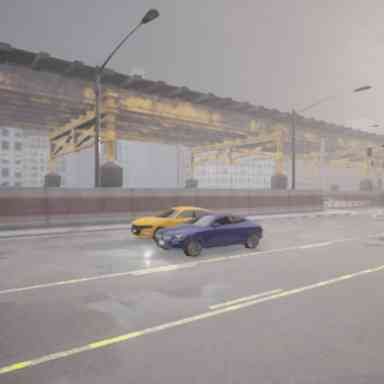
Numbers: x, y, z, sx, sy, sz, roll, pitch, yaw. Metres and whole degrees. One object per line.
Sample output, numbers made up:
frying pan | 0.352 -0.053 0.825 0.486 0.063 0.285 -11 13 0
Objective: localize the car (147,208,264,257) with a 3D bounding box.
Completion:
car | 0.832 1.532 13.134 4.674 1.442 1.812 0 0 -35

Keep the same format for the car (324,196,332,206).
car | 19.404 1.486 50.196 2.038 1.542 4.974 0 0 18

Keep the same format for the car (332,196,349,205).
car | 23.263 1.332 53.949 4.536 1.218 1.853 0 0 -7

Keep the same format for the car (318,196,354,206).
car | 23.315 1.490 53.956 4.974 1.542 2.038 0 0 -7

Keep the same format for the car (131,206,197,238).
car | -0.541 1.484 16.440 5.008 1.535 1.882 0 0 -35

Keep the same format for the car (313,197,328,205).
car | 19.420 1.328 50.246 1.853 1.218 4.536 0 0 18
